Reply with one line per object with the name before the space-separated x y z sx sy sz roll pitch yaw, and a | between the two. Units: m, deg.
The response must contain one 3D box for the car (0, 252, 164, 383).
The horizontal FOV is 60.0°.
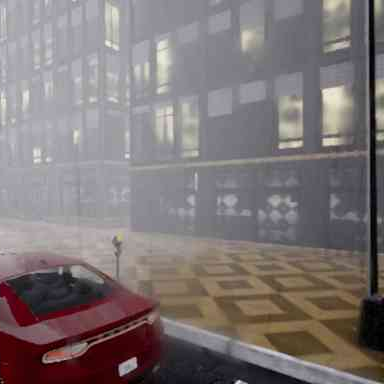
car | -2.422 1.498 4.464 4.507 1.381 1.887 1 -1 36
